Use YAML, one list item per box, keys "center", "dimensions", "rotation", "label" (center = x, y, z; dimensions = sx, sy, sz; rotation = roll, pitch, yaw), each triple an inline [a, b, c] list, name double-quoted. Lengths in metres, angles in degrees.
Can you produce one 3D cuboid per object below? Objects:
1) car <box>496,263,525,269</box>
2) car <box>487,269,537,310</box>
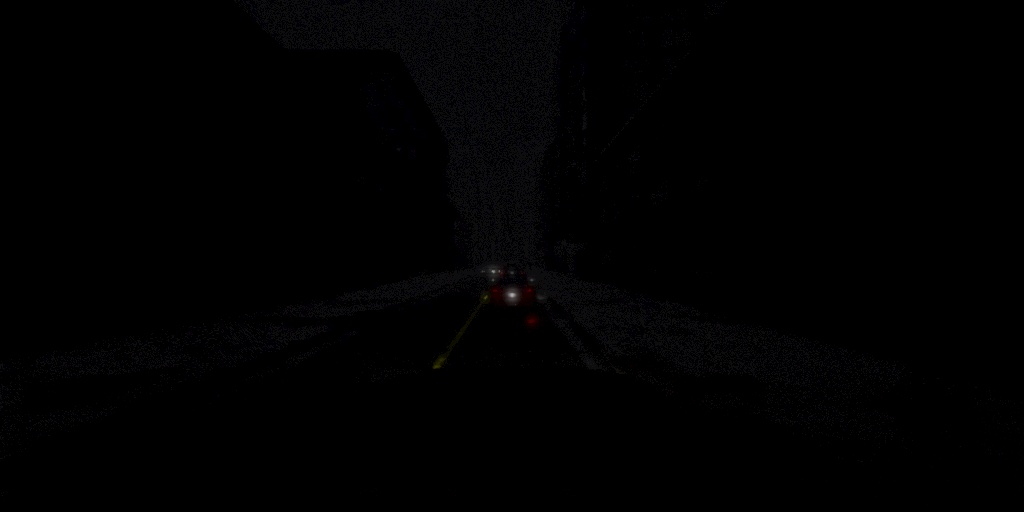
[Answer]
- center: [0.014, 1.380, 30.282]
  dimensions: [2.097, 1.767, 4.553]
  rotation: [0, -1, 0]
  label: "car"
- center: [0.021, 1.447, 15.412]
  dimensions: [1.994, 1.385, 4.181]
  rotation: [0, 0, 0]
  label: "car"
